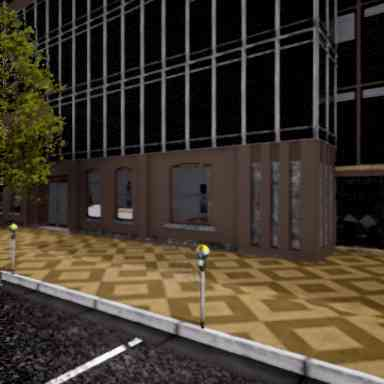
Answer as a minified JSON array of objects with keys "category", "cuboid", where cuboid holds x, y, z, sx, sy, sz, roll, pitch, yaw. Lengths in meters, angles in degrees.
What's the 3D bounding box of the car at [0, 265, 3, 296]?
[{"category":"car","cuboid":[-5.569,1.532,6.837,4.403,1.369,2.008,0,0,35]}]
